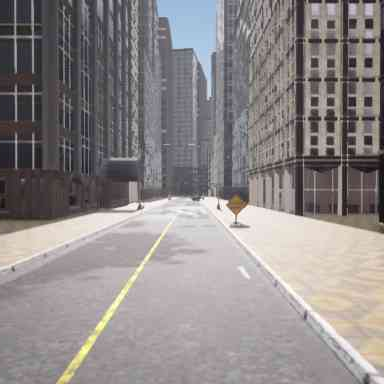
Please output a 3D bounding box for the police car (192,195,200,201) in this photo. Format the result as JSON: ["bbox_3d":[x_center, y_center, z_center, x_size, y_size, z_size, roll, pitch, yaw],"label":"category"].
[{"bbox_3d":[1.050,1.518,80.600,1.930,1.638,5.238,0,0,0],"label":"police car"}]

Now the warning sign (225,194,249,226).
[{"bbox_3d":[2.729,1.087,20.470,1.300,1.860,1.060,1,1,0],"label":"warning sign"}]
